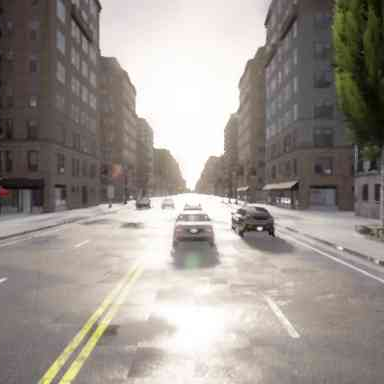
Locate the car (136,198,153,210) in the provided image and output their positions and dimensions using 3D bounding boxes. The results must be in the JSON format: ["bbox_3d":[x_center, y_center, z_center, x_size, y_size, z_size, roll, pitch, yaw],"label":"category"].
[{"bbox_3d":[-6.575,1.589,46.144,1.882,1.535,5.008,0,-1,0],"label":"car"}]

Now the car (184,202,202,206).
[{"bbox_3d":[0.089,1.684,33.796,1.895,1.301,4.718,0,0,0],"label":"car"}]

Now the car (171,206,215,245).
[{"bbox_3d":[0.070,1.585,15.632,2.033,1.411,5.357,0,0,0],"label":"car"}]

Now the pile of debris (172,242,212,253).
[{"bbox_3d":[-0.005,2.210,13.364,1.500,0.140,1.860,0,0,0],"label":"pile of debris"}]

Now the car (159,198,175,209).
[{"bbox_3d":[-3.321,1.638,46.721,1.812,1.442,4.674,0,0,0],"label":"car"}]

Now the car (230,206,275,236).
[{"bbox_3d":[3.342,1.553,18.807,1.837,1.490,4.892,0,0,0],"label":"car"}]
